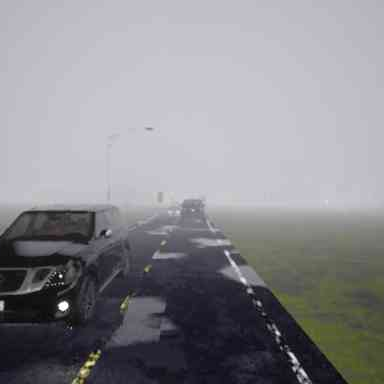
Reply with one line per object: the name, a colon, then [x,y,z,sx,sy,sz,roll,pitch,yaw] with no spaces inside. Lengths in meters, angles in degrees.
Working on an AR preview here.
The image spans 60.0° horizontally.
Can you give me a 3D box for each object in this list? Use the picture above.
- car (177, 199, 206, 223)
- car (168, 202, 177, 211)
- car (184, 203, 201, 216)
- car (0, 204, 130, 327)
car: [0.081,1.603,29.088,2.150,2.045,5.566,0,-1,0]
car: [-2.770,2.282,54.099,2.033,1.411,5.357,0,-1,0]
car: [0.075,2.106,40.650,1.994,1.385,4.181,0,-1,0]
car: [-2.853,1.319,7.559,2.150,2.045,5.566,0,-1,0]
